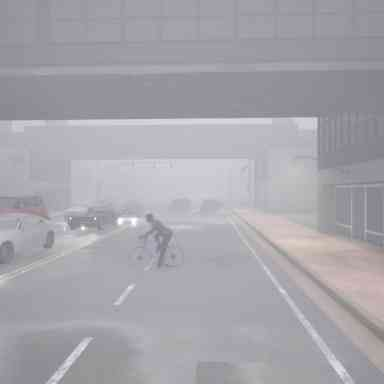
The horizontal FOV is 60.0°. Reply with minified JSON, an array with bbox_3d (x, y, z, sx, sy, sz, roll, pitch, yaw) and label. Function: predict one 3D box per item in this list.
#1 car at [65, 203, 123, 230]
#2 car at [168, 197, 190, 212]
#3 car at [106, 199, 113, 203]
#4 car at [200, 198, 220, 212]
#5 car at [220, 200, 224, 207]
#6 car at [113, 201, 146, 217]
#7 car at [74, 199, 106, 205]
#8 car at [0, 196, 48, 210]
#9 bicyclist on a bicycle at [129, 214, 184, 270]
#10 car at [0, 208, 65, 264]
[{"bbox_3d":[-6.114,1.601,21.112,1.895,1.301,4.718,0,0,3],"label":"car"},{"bbox_3d":[-1.569,1.525,37.904,1.812,1.442,4.674,0,0,3],"label":"car"},{"bbox_3d":[-8.947,1.491,33.265,2.128,1.511,4.902,0,0,3],"label":"car"},{"bbox_3d":[2.011,1.564,39.252,1.994,1.385,4.181,0,0,3],"label":"car"},{"bbox_3d":[3.197,1.547,48.416,2.033,1.411,5.357,0,0,19],"label":"car"},{"bbox_3d":[-5.570,1.564,31.119,1.994,1.385,4.181,0,0,3],"label":"car"},{"bbox_3d":[-9.156,1.526,28.182,1.812,1.442,4.674,0,0,3],"label":"car"},{"bbox_3d":[-9.790,1.223,17.859,2.150,2.045,5.566,0,0,3],"label":"car"},{"bbox_3d":[-1.057,1.453,9.740,1.656,1.620,0.582,-2,0,3],"label":"bicyclist on a bicycle"},{"bbox_3d":[-6.587,1.526,12.005,1.812,1.442,4.674,0,0,3],"label":"car"}]
